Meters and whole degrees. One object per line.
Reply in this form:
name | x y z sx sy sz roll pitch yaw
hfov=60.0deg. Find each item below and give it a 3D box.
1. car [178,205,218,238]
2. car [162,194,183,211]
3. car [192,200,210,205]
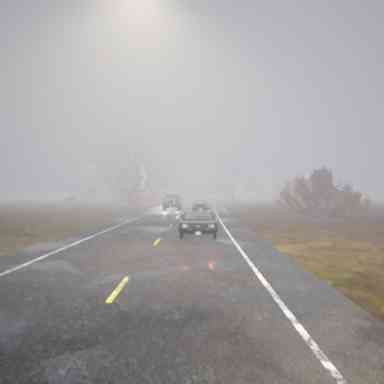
car | 0.332 1.602 17.567 1.895 1.301 4.718 0 0 1
car | -2.390 1.222 41.778 2.150 2.045 5.566 0 0 3
car | 0.950 1.526 35.250 1.812 1.442 4.674 0 0 3
